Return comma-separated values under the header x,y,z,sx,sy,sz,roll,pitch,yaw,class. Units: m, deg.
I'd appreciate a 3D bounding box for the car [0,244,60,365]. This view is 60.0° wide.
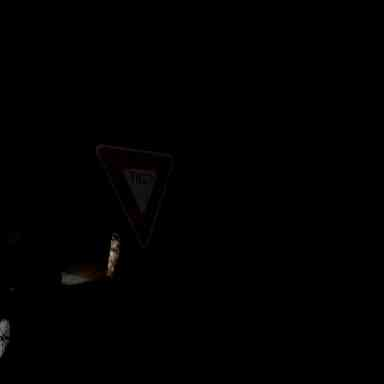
x,y,z,sx,sy,sz,roll,pitch,yaw,class
-3.679,1.655,5.779,1.837,1.490,4.892,1,0,-9,car
